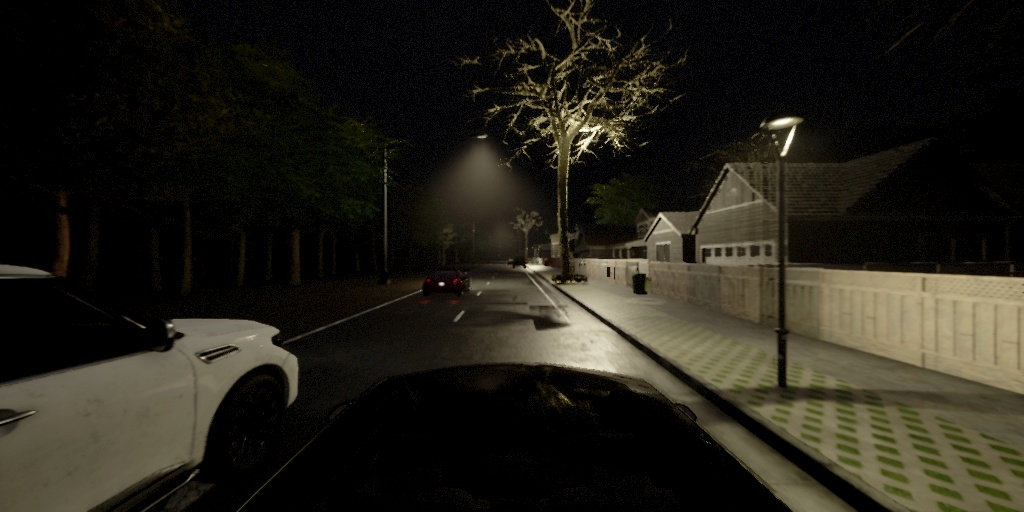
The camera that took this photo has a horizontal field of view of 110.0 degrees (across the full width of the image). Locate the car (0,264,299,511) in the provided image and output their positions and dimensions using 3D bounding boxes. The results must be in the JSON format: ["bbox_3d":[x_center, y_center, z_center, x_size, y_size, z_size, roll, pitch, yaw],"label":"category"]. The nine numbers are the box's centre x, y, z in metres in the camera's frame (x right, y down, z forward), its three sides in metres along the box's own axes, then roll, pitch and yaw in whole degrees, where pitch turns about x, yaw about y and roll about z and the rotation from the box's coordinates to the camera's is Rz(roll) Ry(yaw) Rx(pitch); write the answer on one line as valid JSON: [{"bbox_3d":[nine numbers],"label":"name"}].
[{"bbox_3d":[-3.398,0.972,1.525,2.150,2.045,5.566,0,0,0],"label":"car"}]

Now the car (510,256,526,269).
[{"bbox_3d":[1.213,1.041,59.491,2.150,2.045,5.566,0,0,0],"label":"car"}]

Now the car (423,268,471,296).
[{"bbox_3d":[-3.401,1.326,19.312,1.994,1.385,4.181,0,0,0],"label":"car"}]
